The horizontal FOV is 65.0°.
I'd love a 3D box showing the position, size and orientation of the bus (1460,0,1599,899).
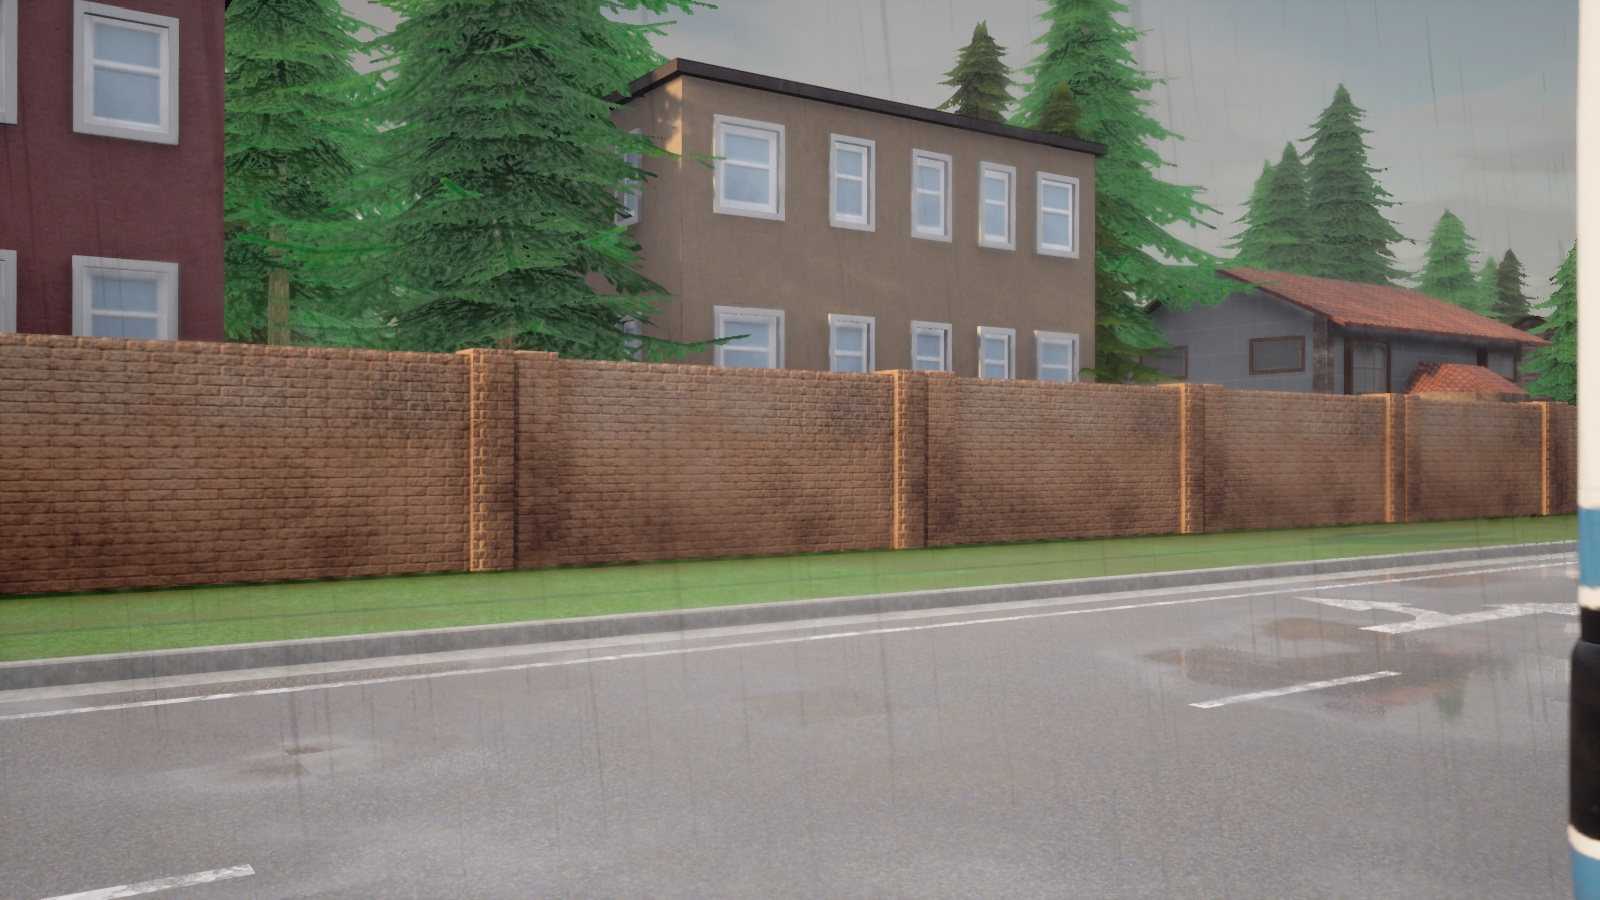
[{"bbox_3d":[6.909,-0.635,4.188,10.273,4.253,3.944,-2,1,-34],"label":"bus"}]
